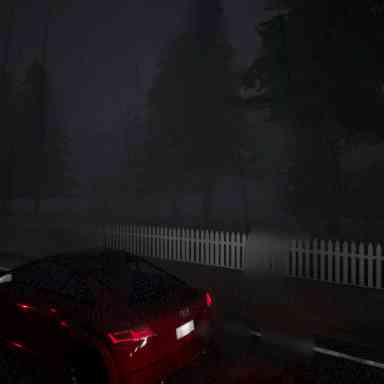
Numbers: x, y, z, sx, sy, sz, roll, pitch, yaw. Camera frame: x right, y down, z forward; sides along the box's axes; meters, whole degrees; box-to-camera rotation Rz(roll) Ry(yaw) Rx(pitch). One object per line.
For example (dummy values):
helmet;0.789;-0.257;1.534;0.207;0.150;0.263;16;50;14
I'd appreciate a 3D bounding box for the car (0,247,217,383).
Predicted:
car;-1.727;1.564;5.008;4.181;1.385;1.994;0;0;35
